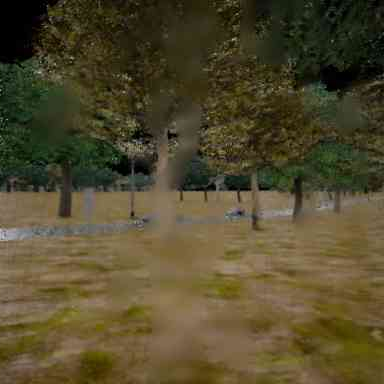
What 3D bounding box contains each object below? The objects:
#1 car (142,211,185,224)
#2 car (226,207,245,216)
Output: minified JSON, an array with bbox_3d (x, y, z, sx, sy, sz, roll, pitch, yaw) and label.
[{"bbox_3d":[-2.897,2.626,34.591,2.033,1.411,5.357,-2,-3,33],"label":"car"},{"bbox_3d":[7.532,3.375,57.260,2.128,1.511,4.902,-2,-2,33],"label":"car"}]
